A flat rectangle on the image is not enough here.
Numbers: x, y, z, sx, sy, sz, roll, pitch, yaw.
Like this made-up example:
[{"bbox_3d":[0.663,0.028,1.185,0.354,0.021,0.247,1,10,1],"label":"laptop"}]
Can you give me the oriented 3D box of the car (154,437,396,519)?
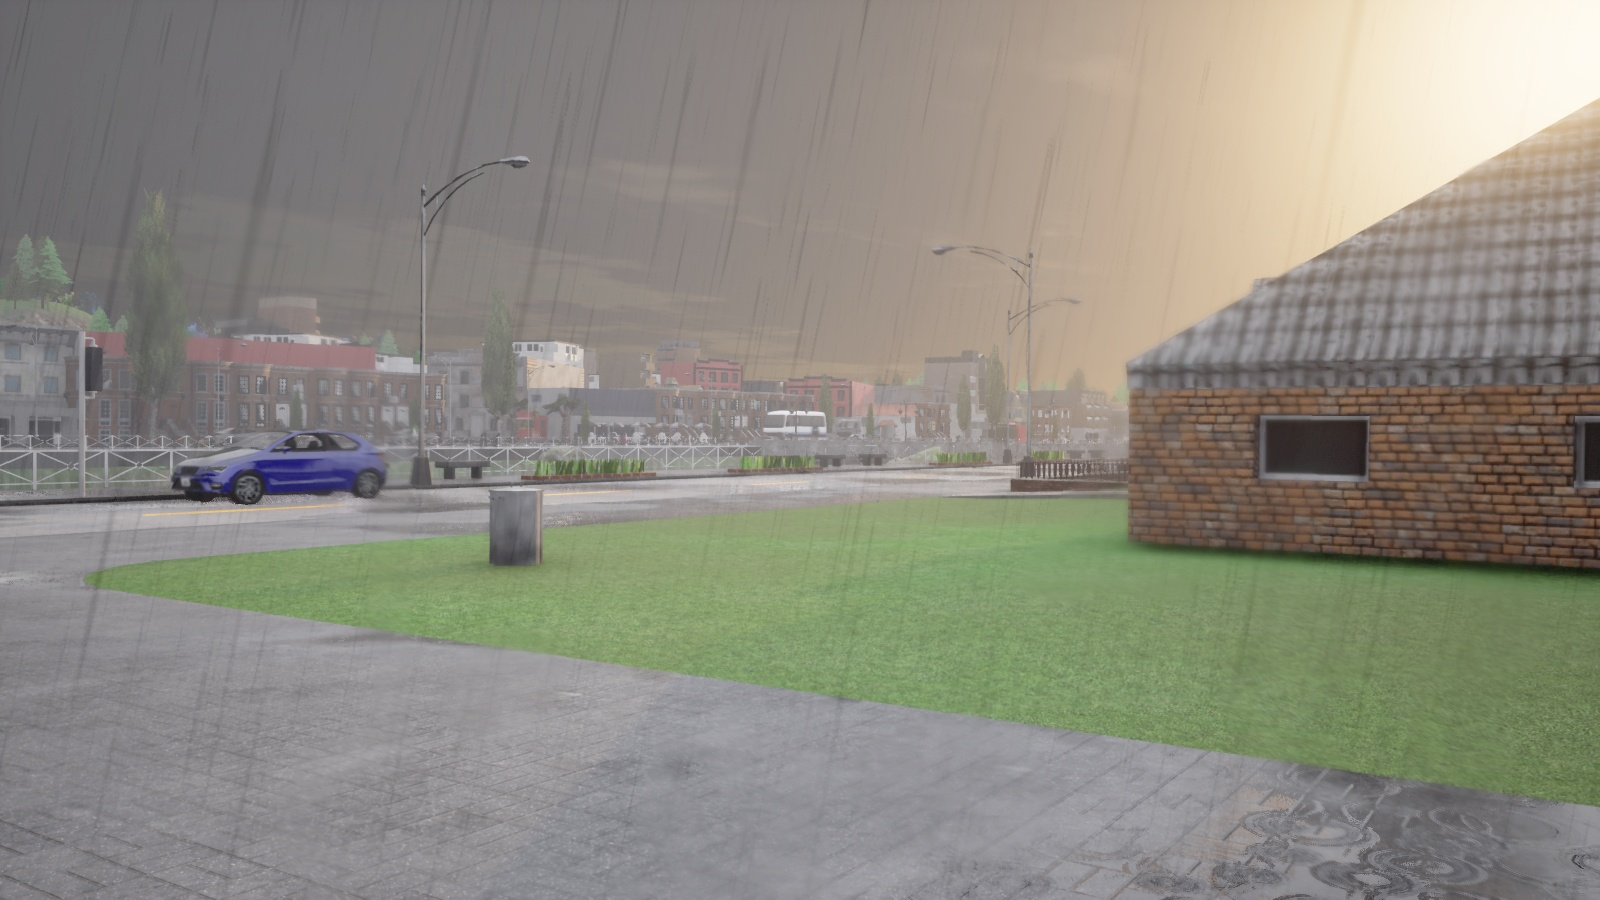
[{"bbox_3d":[-10.495,0.493,25.397,1.816,1.474,4.193,0,1,34],"label":"car"}]
